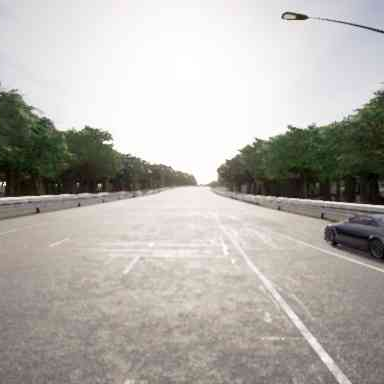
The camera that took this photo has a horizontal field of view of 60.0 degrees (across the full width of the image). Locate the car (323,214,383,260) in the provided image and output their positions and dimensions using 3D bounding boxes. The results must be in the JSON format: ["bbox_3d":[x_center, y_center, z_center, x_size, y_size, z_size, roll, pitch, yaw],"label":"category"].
[{"bbox_3d":[6.636,1.488,12.140,1.994,1.385,4.181,1,0,-8],"label":"car"}]
